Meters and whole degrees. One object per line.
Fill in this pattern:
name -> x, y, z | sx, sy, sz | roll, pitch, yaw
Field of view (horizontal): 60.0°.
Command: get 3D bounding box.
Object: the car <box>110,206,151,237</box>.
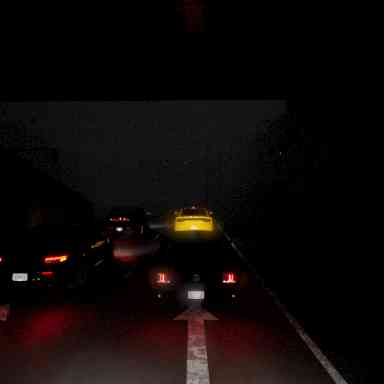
car -> -3.414, 1.505, 18.072 | 1.837, 1.490, 4.892 | 0, 0, 0

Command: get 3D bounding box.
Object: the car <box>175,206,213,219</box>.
car -> 0.087, 1.478, 17.665 | 1.882, 1.535, 5.008 | 0, 0, 0

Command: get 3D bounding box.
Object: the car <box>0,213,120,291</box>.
car -> -3.418, 1.526, 8.913 | 1.812, 1.442, 4.674 | 0, 0, 0

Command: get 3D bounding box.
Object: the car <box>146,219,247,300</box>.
car -> 0.085, 1.601, 8.322 | 1.895, 1.301, 4.718 | 0, 0, 0
